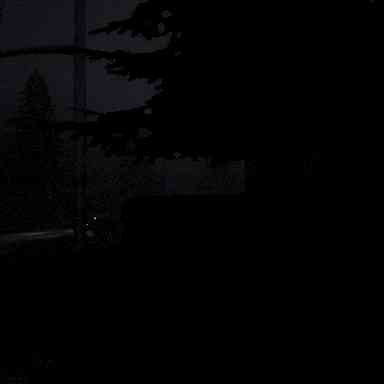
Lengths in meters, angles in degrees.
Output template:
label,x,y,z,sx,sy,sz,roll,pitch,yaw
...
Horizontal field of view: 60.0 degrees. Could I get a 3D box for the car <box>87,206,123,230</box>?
label,x,y,z,sx,sy,sz,roll,pitch,yaw
car,-4.909,1.586,21.312,1.895,1.301,4.718,0,0,36
